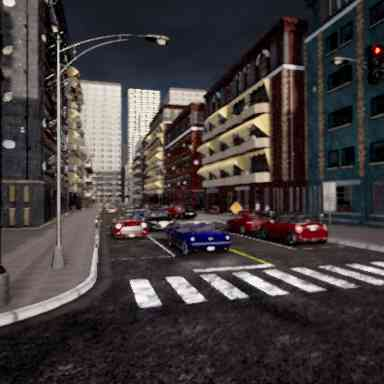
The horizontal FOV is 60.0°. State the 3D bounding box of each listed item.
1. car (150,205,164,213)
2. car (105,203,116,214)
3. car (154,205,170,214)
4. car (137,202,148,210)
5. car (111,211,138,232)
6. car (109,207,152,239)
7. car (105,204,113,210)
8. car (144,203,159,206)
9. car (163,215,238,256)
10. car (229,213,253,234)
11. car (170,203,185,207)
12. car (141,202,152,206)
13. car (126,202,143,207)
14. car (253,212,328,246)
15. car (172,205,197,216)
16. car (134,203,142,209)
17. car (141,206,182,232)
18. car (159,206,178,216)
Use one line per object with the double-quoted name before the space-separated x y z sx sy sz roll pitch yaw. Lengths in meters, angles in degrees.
"car" -6.409 3.070 60.252 1.802 1.307 4.206 -1 -1 -15
"car" -14.014 2.962 58.182 1.967 1.590 4.097 -1 -1 -15
"car" -4.964 2.929 54.896 1.802 1.307 4.206 -1 -1 -15
"car" -12.192 3.365 81.681 2.192 1.841 5.009 -1 -1 -15
"car" -5.344 2.256 26.043 1.802 1.307 4.206 -1 -1 -15
"car" -3.903 1.973 20.690 1.967 1.590 4.097 -1 -1 -15
"car" -21.190 3.745 84.796 1.752 1.417 4.829 -1 -1 -15
"car" -5.009 2.630 45.423 1.837 1.490 4.892 0 -1 -15
"car" 0.169 1.958 15.131 1.895 1.301 4.718 0 -1 -15
"car" 3.707 2.080 22.763 1.802 1.307 4.206 -1 -1 -15
"car" -2.081 2.379 44.190 2.192 1.841 5.009 -1 -1 -15
"car" -7.737 2.609 55.355 2.150 2.045 5.566 0 -1 -15
"car" -9.081 2.712 49.779 2.128 1.511 4.902 0 -1 -15
"car" 5.152 1.797 17.410 1.967 1.590 4.097 -1 -1 -15
"car" -0.631 2.489 38.829 1.947 1.339 4.313 -1 -1 -15
"car" -15.121 3.860 92.552 1.752 1.417 4.829 -1 -1 -15
"car" -2.547 2.115 25.173 2.128 1.511 4.902 0 -1 -15
"car" -3.520 2.757 49.541 2.008 1.369 4.403 -1 -1 -15
